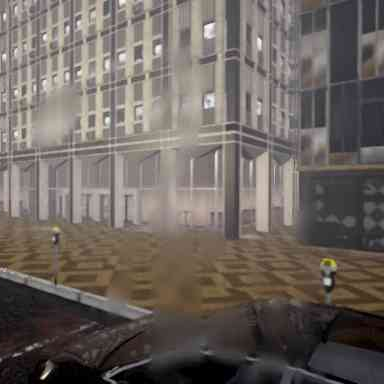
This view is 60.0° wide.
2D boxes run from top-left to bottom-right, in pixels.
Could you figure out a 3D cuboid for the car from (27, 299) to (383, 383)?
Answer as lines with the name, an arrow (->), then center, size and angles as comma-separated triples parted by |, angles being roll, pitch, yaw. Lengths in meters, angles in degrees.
car -> 0.550, 1.559, 2.484 | 4.313, 1.339, 1.947 | 1, 0, 35
